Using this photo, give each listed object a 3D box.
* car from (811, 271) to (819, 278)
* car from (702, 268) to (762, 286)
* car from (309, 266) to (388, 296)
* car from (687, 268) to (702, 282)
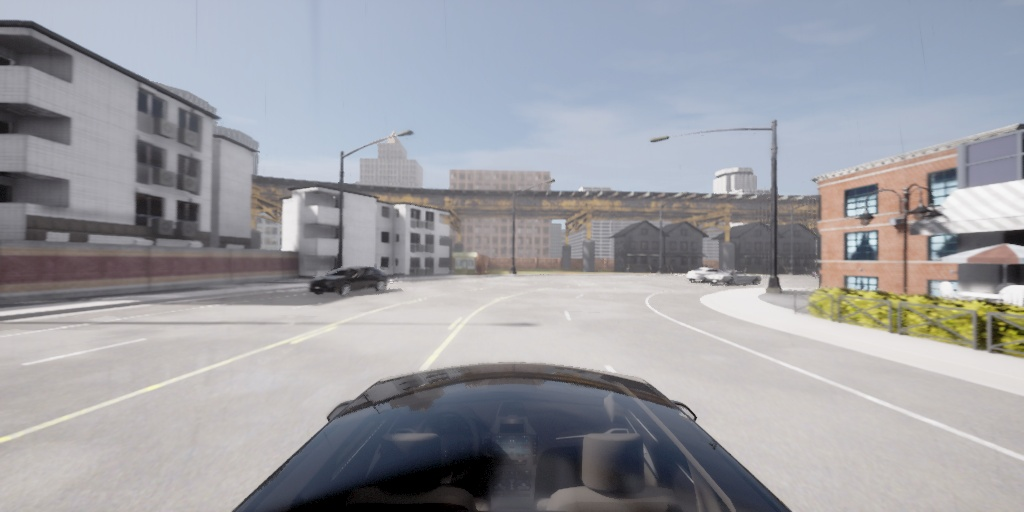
[{"bbox_3d":[41.955,2.242,46.941,4.674,1.442,1.812,1,-1,0],"label":"car"},{"bbox_3d":[19.539,1.897,31.591,4.718,1.301,1.895,1,-1,-19],"label":"car"},{"bbox_3d":[-9.018,1.355,20.183,1.837,1.490,4.892,0,-1,17],"label":"car"},{"bbox_3d":[19.496,1.862,35.304,4.674,1.442,1.812,1,-1,-16],"label":"car"}]
